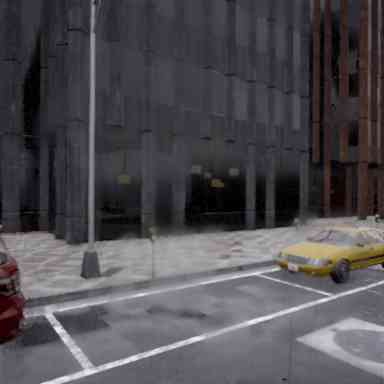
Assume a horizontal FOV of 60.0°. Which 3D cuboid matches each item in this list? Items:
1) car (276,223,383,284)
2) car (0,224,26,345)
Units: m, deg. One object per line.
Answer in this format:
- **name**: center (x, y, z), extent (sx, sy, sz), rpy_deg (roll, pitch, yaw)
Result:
- **car**: center (4.550, 1.626, 9.900), extent (4.829, 1.417, 1.752), rpy_deg (1, -1, -36)
- **car**: center (-4.485, 1.296, 3.451), extent (5.009, 1.841, 2.192), rpy_deg (1, -1, -36)
